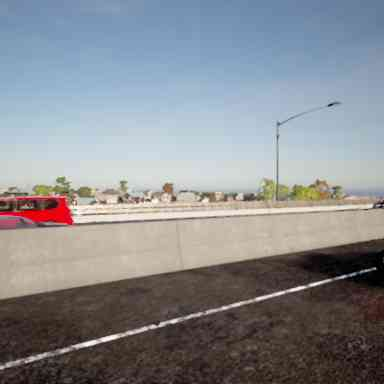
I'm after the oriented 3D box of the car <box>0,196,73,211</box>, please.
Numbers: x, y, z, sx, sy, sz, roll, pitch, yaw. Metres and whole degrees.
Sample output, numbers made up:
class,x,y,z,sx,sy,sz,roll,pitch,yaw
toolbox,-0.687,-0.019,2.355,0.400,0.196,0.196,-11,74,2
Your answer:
class,x,y,z,sx,sy,sz,roll,pitch,yaw
car,-8.299,1.220,15.258,5.566,2.045,2.150,0,0,-35

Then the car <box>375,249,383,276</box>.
class,x,y,z,sx,sy,sz,roll,pitch,yaw
car,6.742,1.619,8.498,4.718,1.301,1.895,0,0,-35

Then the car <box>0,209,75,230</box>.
class,x,y,z,sx,sy,sz,roll,pitch,yaw
car,-7.108,1.545,11.813,5.357,1.411,2.033,0,0,-35

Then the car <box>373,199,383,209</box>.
class,x,y,z,sx,sy,sz,roll,pitch,yaw
car,25.059,1.579,42.553,4.902,1.511,2.128,0,0,-34

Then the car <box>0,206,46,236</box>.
class,x,y,z,sx,sy,sz,roll,pitch,yaw
car,-10.386,1.561,18.066,4.181,1.385,1.994,0,0,-35
